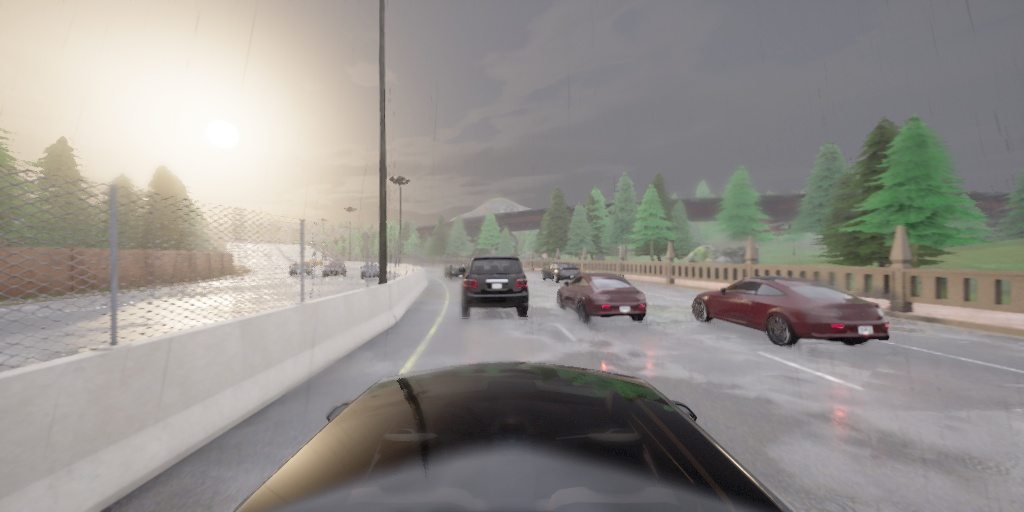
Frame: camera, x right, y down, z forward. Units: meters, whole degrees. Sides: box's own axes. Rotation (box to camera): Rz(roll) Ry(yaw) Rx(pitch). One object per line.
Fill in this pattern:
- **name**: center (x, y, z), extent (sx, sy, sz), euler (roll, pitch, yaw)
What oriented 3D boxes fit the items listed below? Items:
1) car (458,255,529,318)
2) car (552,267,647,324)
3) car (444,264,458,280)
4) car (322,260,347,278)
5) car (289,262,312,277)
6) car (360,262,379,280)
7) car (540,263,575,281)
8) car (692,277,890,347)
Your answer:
- **car**: center (-0.759, 0.988, 13.262), extent (2.150, 2.045, 5.566), euler (0, 0, -7)
- **car**: center (2.834, 1.275, 11.997), extent (1.812, 1.442, 4.674), euler (0, 0, -6)
- **car**: center (-4.957, 1.406, 32.279), extent (1.895, 1.301, 4.718), euler (0, 0, -17)
- **car**: center (-17.761, 1.428, 36.066), extent (1.994, 1.385, 4.181), euler (0, 0, -23)
- **car**: center (-22.725, 1.379, 38.672), extent (2.128, 1.511, 4.902), euler (0, 0, -26)
- **car**: center (-12.770, 1.330, 32.821), extent (2.128, 1.511, 4.902), euler (0, 0, -20)
- **car**: center (3.631, 1.255, 27.459), extent (2.128, 1.511, 4.902), euler (0, 0, -14)
- **car**: center (6.604, 1.256, 9.169), extent (1.812, 1.442, 4.674), euler (0, 0, -4)
